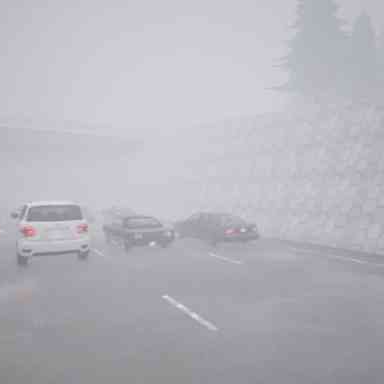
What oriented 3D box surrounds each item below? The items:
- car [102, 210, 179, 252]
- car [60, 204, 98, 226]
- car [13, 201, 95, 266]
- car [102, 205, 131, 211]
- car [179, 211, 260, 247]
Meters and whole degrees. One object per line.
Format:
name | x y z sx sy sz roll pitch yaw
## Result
car | -2.544 1.697 14.615 1.895 1.301 4.718 0 0 -28
car | -9.329 1.765 27.163 2.033 1.411 5.357 0 0 -28
car | -5.317 1.332 12.366 2.150 2.045 5.566 0 0 -28
car | -6.591 1.807 29.475 1.895 1.301 4.718 0 0 -28
car | 0.878 1.621 15.628 2.033 1.411 5.357 0 0 -28
